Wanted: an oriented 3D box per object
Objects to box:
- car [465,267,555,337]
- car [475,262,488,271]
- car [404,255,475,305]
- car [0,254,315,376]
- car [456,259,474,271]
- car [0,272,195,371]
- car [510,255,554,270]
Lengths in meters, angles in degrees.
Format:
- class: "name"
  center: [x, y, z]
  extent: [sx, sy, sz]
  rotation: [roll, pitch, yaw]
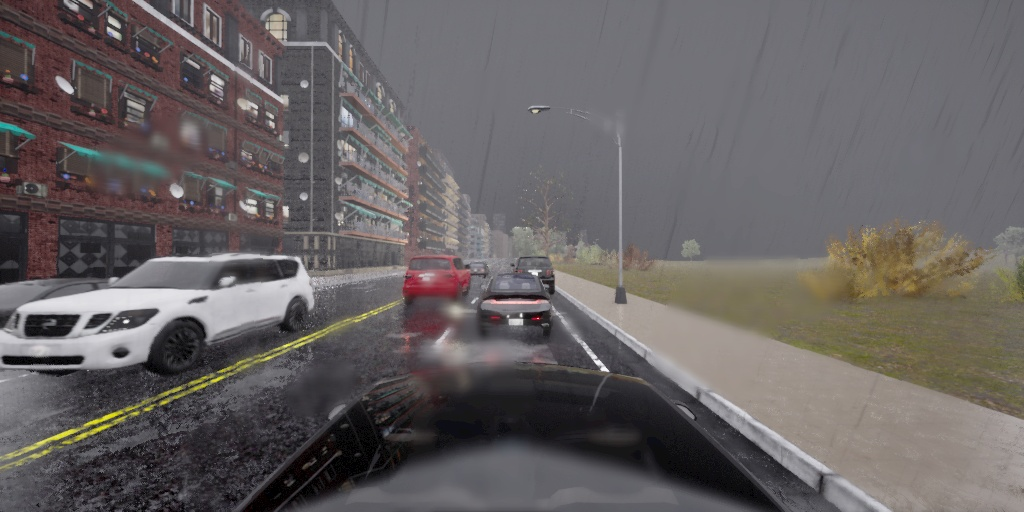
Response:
- class: "car"
  center: [0.090, 1.242, 10.318]
  extent: [2.128, 1.511, 4.902]
  rotation: [0, 0, 0]
- class: "car"
  center: [-3.189, 1.297, 34.046]
  extent: [2.033, 1.411, 5.357]
  rotation: [0, 0, 0]
- class: "car"
  center: [-3.167, 0.974, 16.132]
  extent: [2.150, 2.045, 5.566]
  rotation: [0, 0, 0]
- class: "car"
  center: [-6.608, 0.972, 7.781]
  extent: [2.150, 2.045, 5.566]
  rotation: [0, 0, 0]
- class: "car"
  center: [-6.656, 1.251, 51.329]
  extent: [1.837, 1.490, 4.892]
  rotation: [0, 0, 0]
- class: "car"
  center: [-9.856, 1.228, 7.597]
  extent: [1.882, 1.535, 5.008]
  rotation: [0, 0, 0]
- class: "car"
  center: [1.115, 0.976, 20.189]
  extent: [2.150, 2.045, 5.566]
  rotation: [0, 0, 0]
